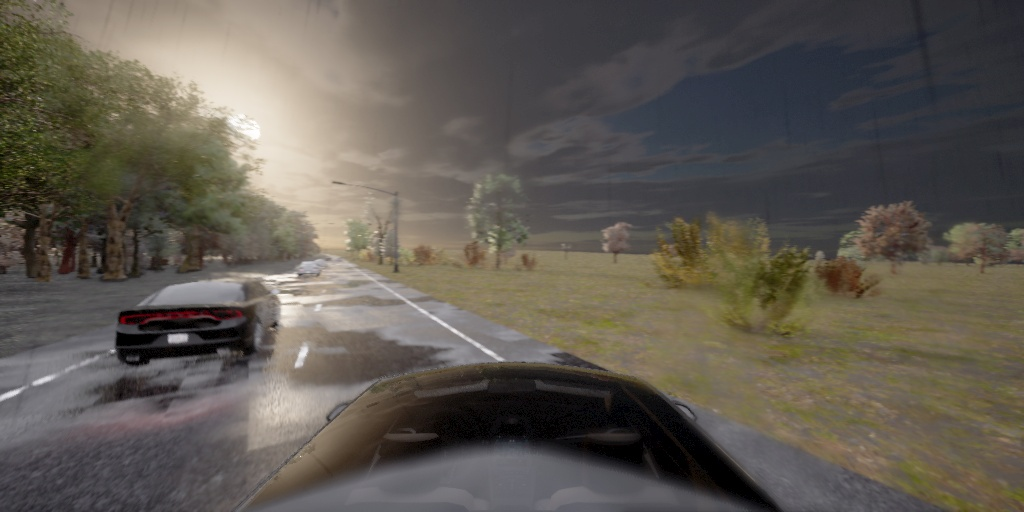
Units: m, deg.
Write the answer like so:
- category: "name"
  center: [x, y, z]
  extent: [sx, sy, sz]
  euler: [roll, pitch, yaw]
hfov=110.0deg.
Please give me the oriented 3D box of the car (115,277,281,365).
- category: "car"
  center: [-6.589, 1.217, 8.133]
  extent: [1.882, 1.535, 5.008]
  euler: [1, -1, -26]

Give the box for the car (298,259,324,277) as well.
- category: "car"
  center: [-20.015, 1.274, 35.490]
  extent: [1.812, 1.442, 4.674]
  euler: [1, 0, -26]
